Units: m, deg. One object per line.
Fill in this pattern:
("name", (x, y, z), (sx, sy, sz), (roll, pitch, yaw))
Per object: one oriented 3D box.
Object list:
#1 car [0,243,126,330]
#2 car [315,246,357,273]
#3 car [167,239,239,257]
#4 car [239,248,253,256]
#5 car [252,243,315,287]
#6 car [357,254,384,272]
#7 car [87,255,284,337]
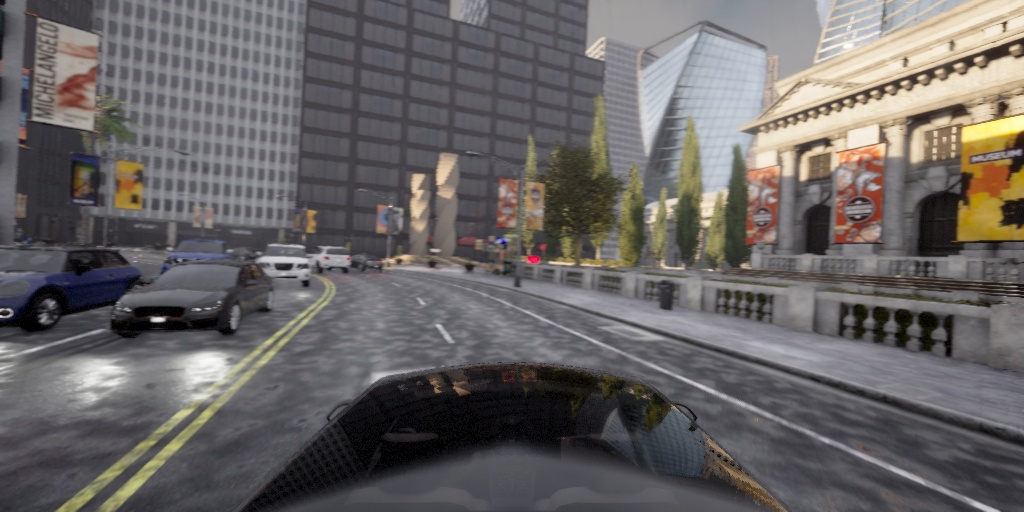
("car", (-10.877, 0.543, 8.234), (2.097, 1.767, 4.553), (3, 0, -22))
("car", (-14.891, 0.239, 28.693), (5.566, 2.045, 2.150), (3, 0, 44))
("car", (-15.374, 0.193, 17.866), (2.150, 2.045, 5.566), (3, 0, -34))
("car", (-27.741, -0.136, 37.173), (4.892, 1.490, 1.837), (4, 0, 24))
("car", (-11.670, 0.388, 18.505), (2.150, 2.045, 5.566), (3, 0, -31))
("car", (-13.288, 0.598, 31.956), (4.902, 1.511, 2.128), (3, 0, 41))
("car", (-7.364, 0.881, 8.852), (1.837, 1.490, 4.892), (3, 0, -21))
